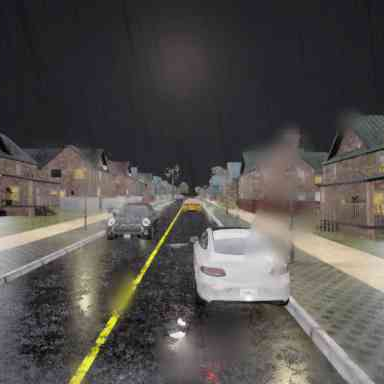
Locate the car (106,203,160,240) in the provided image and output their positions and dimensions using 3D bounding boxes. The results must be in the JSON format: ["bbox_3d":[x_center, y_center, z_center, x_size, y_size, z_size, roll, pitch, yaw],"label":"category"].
[{"bbox_3d":[-2.872,1.367,16.961,2.097,1.767,4.553,0,0,0],"label":"car"}]

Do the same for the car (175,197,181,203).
[{"bbox_3d":[-2.846,1.753,74.776,1.895,1.301,4.718,0,0,0],"label":"car"}]

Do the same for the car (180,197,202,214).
[{"bbox_3d":[0.029,1.522,36.297,1.882,1.535,5.008,0,0,0],"label":"car"}]

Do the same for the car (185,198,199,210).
[{"bbox_3d":[-0.018,1.571,46.306,1.837,1.490,4.892,0,0,1],"label":"car"}]

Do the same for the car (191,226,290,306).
[{"bbox_3d":[0.952,1.532,7.903,1.812,1.442,4.674,0,0,0],"label":"car"}]
